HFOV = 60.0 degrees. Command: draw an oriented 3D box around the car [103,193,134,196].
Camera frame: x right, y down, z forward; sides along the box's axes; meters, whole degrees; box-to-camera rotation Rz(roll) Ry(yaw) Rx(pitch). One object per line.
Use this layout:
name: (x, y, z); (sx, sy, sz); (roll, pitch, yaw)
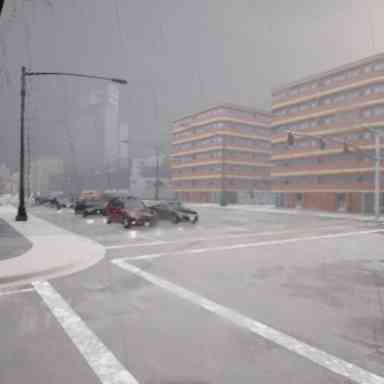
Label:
car: (-6.383, 1.236, 31.664); (2.097, 1.767, 4.553); (1, 0, -34)

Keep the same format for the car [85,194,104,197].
car: (-12.011, 1.276, 39.912); (1.994, 1.385, 4.181); (1, 1, -34)

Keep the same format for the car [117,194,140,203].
car: (-11.014, 1.079, 57.410); (2.128, 1.511, 4.902); (1, 1, -34)

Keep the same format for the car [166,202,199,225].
car: (-1.378, 1.498, 24.321); (2.128, 1.511, 4.902); (1, 0, -35)

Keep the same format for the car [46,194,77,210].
car: (-14.503, 1.178, 37.355); (2.128, 1.511, 4.902); (1, 1, -34)

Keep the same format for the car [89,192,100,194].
car: (-18.367, 0.786, 61.796); (2.097, 1.767, 4.553); (1, 0, -34)

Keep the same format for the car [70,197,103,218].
car: (-8.805, 1.424, 29.000); (1.994, 1.385, 4.181); (1, 0, -34)

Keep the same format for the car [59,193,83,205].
car: (-17.627, 1.030, 48.200); (2.128, 1.511, 4.902); (1, 1, -34)

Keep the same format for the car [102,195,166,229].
car: (-3.940, 1.331, 21.874); (2.097, 1.767, 4.553); (1, 0, -34)

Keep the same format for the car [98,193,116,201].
car: (-16.883, 0.957, 65.981); (1.837, 1.490, 4.892); (1, 0, -34)

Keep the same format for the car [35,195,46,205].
car: (-20.299, 1.108, 45.901); (1.895, 1.301, 4.718); (1, 1, -34)
